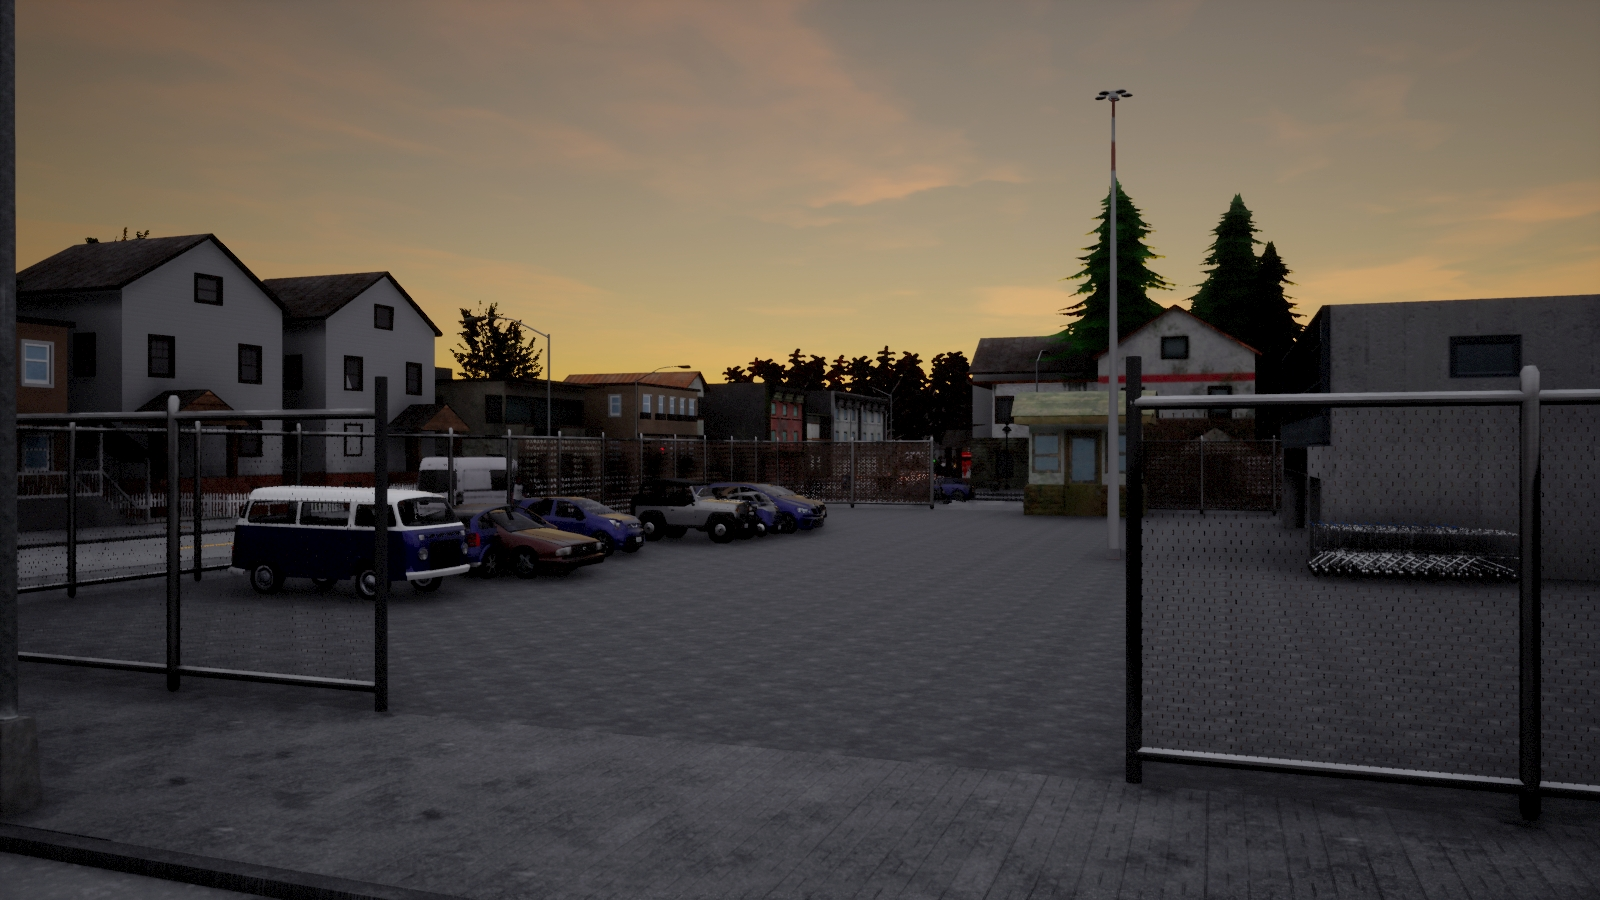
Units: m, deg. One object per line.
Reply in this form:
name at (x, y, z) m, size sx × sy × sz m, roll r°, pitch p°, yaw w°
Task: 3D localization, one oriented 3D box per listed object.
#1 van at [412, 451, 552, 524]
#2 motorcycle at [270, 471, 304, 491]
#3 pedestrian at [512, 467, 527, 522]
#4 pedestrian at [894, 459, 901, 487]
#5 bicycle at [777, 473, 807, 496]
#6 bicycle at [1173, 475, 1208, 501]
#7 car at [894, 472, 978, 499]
van at (-11.787, 1.318, 42.894) m, size 1.988 × 2.561 × 5.915 m, roll 0°, pitch 0°, yaw 20°
motorcycle at (-32.447, 1.971, 72.268) m, size 1.805 × 1.236 × 0.856 m, roll 0°, pitch 1°, yaw 17°
pedestrian at (-9.706, 1.529, 39.549) m, size 0.375 × 1.860 × 0.375 m, roll 0°, pitch 0°, yaw -37°
pedestrian at (6.546, 1.520, 76.642) m, size 0.375 × 1.860 × 0.375 m, roll 0°, pitch 0°, yaw -15°
bicycle at (-0.465, 1.940, 64.847) m, size 1.643 × 1.296 × 0.373 m, roll 0°, pitch 1°, yaw 10°
bicycle at (19.820, 1.936, 57.963) m, size 1.643 × 1.296 × 0.373 m, roll 0°, pitch 0°, yaw 19°
car at (7.445, 1.901, 62.379) m, size 4.181 × 1.385 × 1.994 m, roll 0°, pitch 0°, yaw 20°
